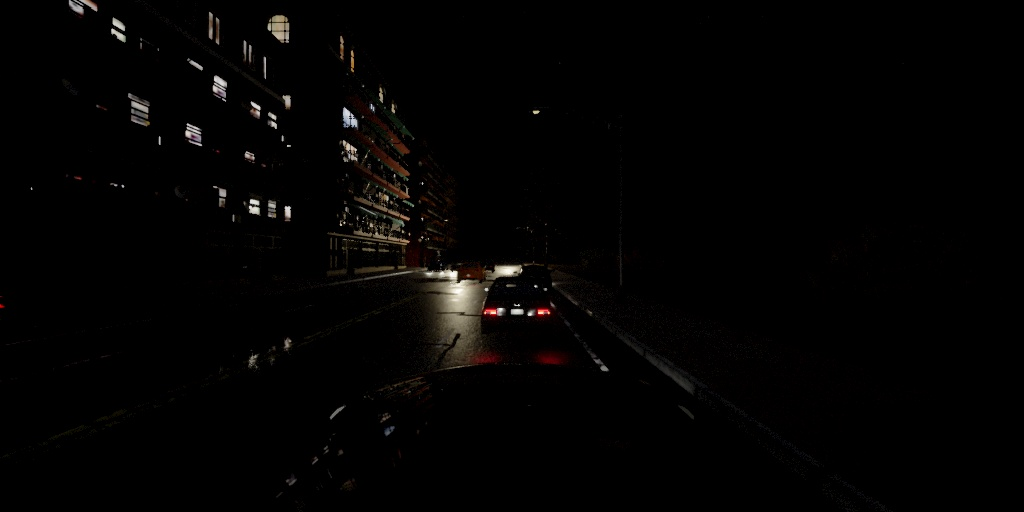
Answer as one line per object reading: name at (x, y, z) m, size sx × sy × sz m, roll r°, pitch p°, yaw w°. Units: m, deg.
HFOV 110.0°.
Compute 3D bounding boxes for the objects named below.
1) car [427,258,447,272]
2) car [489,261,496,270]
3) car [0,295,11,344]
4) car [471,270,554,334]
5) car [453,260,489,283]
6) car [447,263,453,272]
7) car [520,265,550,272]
car at (-9.764, 1.103, 47.282) m, size 2.097 × 1.767 × 4.553 m, roll 0°, pitch 0°, yaw 0°
car at (-3.074, 1.298, 44.685) m, size 2.033 × 1.411 × 5.357 m, roll 0°, pitch 0°, yaw 1°
car at (-9.848, 0.972, 3.839) m, size 2.150 × 2.045 × 5.566 m, roll 0°, pitch 0°, yaw 0°
car at (0.117, 1.299, 10.551) m, size 2.033 × 1.411 × 5.357 m, roll 0°, pitch 0°, yaw 0°
car at (-3.102, 1.230, 28.101) m, size 1.882 × 1.535 × 5.008 m, roll 0°, pitch 0°, yaw 0°
car at (-6.519, 1.256, 45.006) m, size 1.837 × 1.490 × 4.892 m, roll 0°, pitch 0°, yaw 0°
car at (1.171, 1.257, 20.240) m, size 1.837 × 1.490 × 4.892 m, roll 0°, pitch 0°, yaw 0°
